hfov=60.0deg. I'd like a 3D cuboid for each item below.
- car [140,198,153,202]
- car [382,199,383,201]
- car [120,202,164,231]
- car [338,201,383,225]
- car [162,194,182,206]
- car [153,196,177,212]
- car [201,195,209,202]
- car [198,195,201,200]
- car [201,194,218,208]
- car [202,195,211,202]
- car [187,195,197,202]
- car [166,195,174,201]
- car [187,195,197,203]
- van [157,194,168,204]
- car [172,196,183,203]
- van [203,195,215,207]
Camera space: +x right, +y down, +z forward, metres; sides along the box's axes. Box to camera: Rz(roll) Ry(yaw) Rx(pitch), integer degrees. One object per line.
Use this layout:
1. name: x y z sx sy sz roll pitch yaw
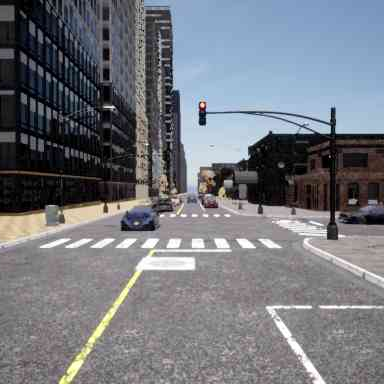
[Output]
1. car: -5.831 1.515 41.756 1.752 1.417 4.829 -1 0 0
2. car: 16.532 1.415 27.221 5.009 1.841 2.192 1 0 1
3. car: -3.098 1.558 20.507 1.994 1.385 4.181 0 0 0
4. car: 13.851 1.662 24.691 5.357 1.411 2.033 1 1 2
5. car: -3.080 1.340 53.007 2.097 1.767 4.553 0 0 0
6. car: -3.092 1.495 38.681 1.837 1.490 4.892 0 0 0
7. car: 3.164 1.487 80.422 1.837 1.490 4.892 0 0 0
8. car: 2.688 1.302 58.801 2.192 1.841 5.009 -1 0 0
9. car: 2.687 1.429 47.513 1.967 1.590 4.097 -1 0 0
10. car: 3.162 1.488 73.421 1.837 1.490 4.892 0 0 0
11. car: 0.018 1.430 78.857 2.128 1.511 4.902 0 0 0
12. car: -5.650 1.508 86.909 1.752 1.417 4.829 -1 0 0
13. car: 0.015 1.339 70.043 2.097 1.767 4.553 0 0 0
14. van: -5.658 1.327 64.502 1.690 1.788 3.998 -1 0 0
15. car: -2.992 1.544 68.326 1.994 1.385 4.181 0 0 0
16. van: 2.687 1.329 53.158 1.690 1.788 3.998 -1 0 0
